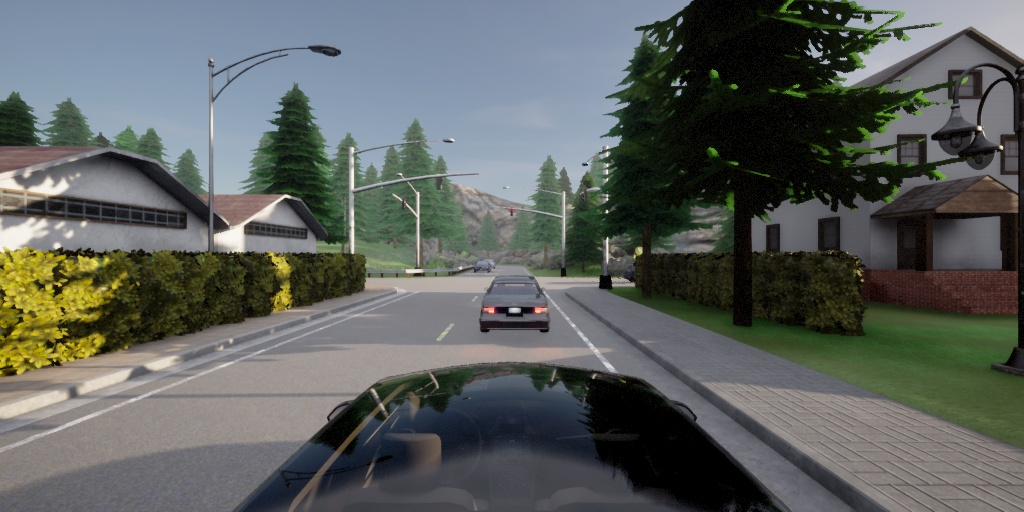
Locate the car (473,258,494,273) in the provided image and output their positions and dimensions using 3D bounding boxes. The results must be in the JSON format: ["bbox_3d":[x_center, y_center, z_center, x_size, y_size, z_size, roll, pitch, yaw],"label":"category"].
[{"bbox_3d":[-3.555,1.276,43.689,1.812,1.442,4.674,0,0,0],"label":"car"}]

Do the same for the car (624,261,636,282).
[{"bbox_3d":[10.664,1.087,26.140,4.553,1.767,2.097,0,0,1],"label":"car"}]

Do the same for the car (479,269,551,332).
[{"bbox_3d":[0.079,1.297,10.770,2.033,1.411,5.357,0,0,0],"label":"car"}]

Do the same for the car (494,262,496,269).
[{"bbox_3d":[-3.543,1.276,55.224,1.812,1.442,4.674,0,0,0],"label":"car"}]
